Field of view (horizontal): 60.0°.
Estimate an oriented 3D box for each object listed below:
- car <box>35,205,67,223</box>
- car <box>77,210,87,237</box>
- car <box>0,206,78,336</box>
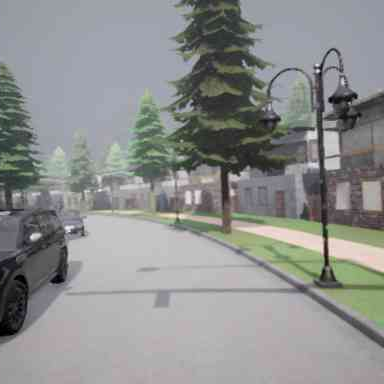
[{"bbox_3d":[-14.471,2.194,33.907,2.128,1.511,4.902,-3,0,-33],"label":"car"},{"bbox_3d":[-7.438,1.852,19.885,2.128,1.511,4.902,-3,0,-21],"label":"car"},{"bbox_3d":[-4.263,1.429,7.226,2.150,2.045,5.566,-3,0,-8],"label":"car"}]
